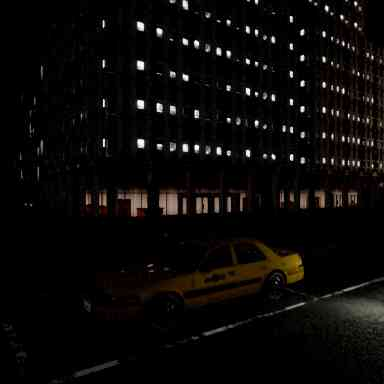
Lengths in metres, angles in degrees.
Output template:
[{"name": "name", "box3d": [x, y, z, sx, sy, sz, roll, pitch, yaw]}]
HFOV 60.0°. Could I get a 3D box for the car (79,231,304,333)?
[{"name": "car", "box3d": [0.275, 1.525, 6.757, 4.829, 1.417, 1.752, 0, 0, -36]}]
